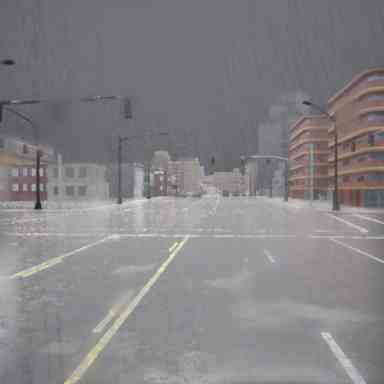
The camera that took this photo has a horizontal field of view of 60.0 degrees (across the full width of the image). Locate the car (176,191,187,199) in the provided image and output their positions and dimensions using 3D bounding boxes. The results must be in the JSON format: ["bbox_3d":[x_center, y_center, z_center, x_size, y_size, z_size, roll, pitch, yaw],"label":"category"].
[{"bbox_3d":[-2.452,0.615,79.022,2.097,1.767,4.553,0,1,5],"label":"car"}]

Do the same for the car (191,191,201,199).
[{"bbox_3d":[1.032,0.615,78.687,2.097,1.767,4.553,0,1,5],"label":"car"}]
